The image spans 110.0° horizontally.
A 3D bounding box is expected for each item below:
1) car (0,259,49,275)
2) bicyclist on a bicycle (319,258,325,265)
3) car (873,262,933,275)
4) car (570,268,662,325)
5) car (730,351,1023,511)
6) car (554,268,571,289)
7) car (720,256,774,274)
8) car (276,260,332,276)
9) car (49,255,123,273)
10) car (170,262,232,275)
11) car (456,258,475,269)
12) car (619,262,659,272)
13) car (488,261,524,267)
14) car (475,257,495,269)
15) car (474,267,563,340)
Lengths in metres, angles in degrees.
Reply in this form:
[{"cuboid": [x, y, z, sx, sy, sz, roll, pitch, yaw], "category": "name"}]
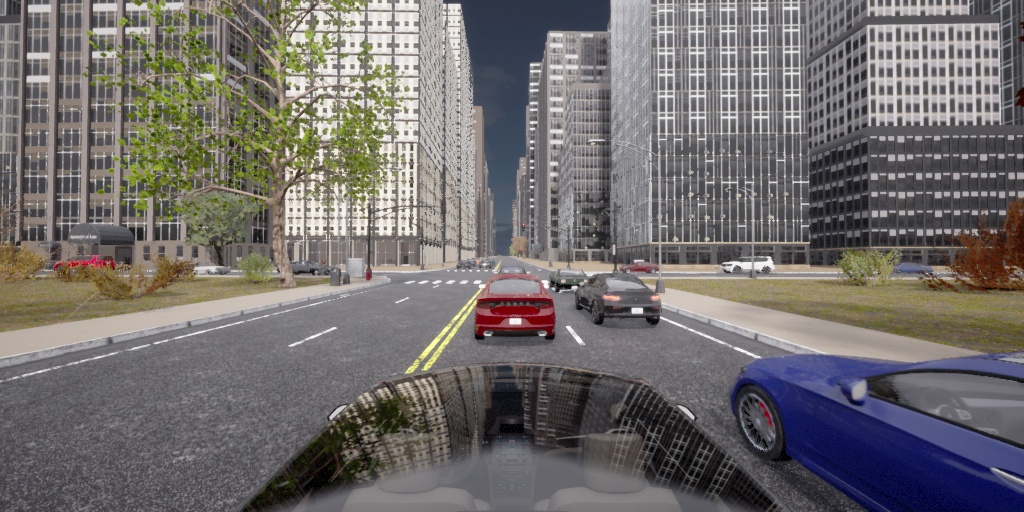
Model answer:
[{"cuboid": [-48.360, 1.214, 34.530, 4.718, 1.301, 1.895, 0, -1, 2], "category": "car"}, {"cuboid": [-25.404, 1.149, 48.039, 0.582, 1.620, 1.656, 0, -1, 1], "category": "bicyclist on a bicycle"}, {"cuboid": [45.425, 1.423, 41.688, 5.357, 1.411, 2.033, 0, -1, 2], "category": "car"}, {"cuboid": [3.294, 1.277, 11.756, 1.812, 1.442, 4.674, 0, 0, 0], "category": "car"}, {"cuboid": [3.341, 1.276, 2.022, 1.812, 1.442, 4.674, 0, 0, -1], "category": "car"}, {"cuboid": [3.250, 1.352, 20.914, 1.895, 1.301, 4.718, 0, 0, 0], "category": "car"}, {"cuboid": [27.608, 1.080, 42.126, 5.566, 2.045, 2.150, 0, -1, 1], "category": "car"}, {"cuboid": [-19.454, 1.146, 33.778, 4.902, 1.511, 2.128, 0, -1, 1], "category": "car"}, {"cuboid": [-48.876, 0.929, 41.155, 5.566, 2.045, 2.150, 0, -1, 2], "category": "car"}, {"cuboid": [-29.527, 1.241, 34.026, 4.718, 1.301, 1.895, 0, -1, 1], "category": "car"}, {"cuboid": [-7.408, 1.295, 55.751, 1.994, 1.385, 4.181, 0, 0, -1], "category": "car"}, {"cuboid": [15.075, 1.368, 42.398, 4.674, 1.442, 1.812, 0, -1, 2], "category": "car"}, {"cuboid": [0.006, 1.243, 19.536, 2.128, 1.511, 4.902, 0, 0, 0], "category": "car"}, {"cuboid": [-4.182, 1.222, 57.185, 2.128, 1.511, 4.902, 0, 0, 0], "category": "car"}, {"cuboid": [0.058, 1.229, 10.032, 1.882, 1.535, 5.008, 0, 0, 0], "category": "car"}]
